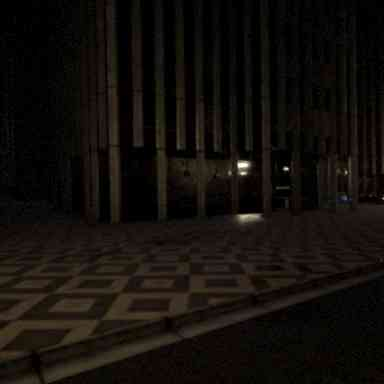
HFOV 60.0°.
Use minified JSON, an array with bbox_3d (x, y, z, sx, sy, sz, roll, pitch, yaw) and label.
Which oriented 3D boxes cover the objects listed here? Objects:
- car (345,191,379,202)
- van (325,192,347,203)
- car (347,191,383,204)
[{"bbox_3d":[30.757,0.751,60.246,2.192,1.841,5.009,-1,1,-36],"label":"car"},{"bbox_3d":[23.823,0.965,55.281,1.690,1.788,3.998,-1,1,-36],"label":"van"},{"bbox_3d":[27.048,0.961,50.794,2.192,1.841,5.009,-1,1,-36],"label":"car"}]
